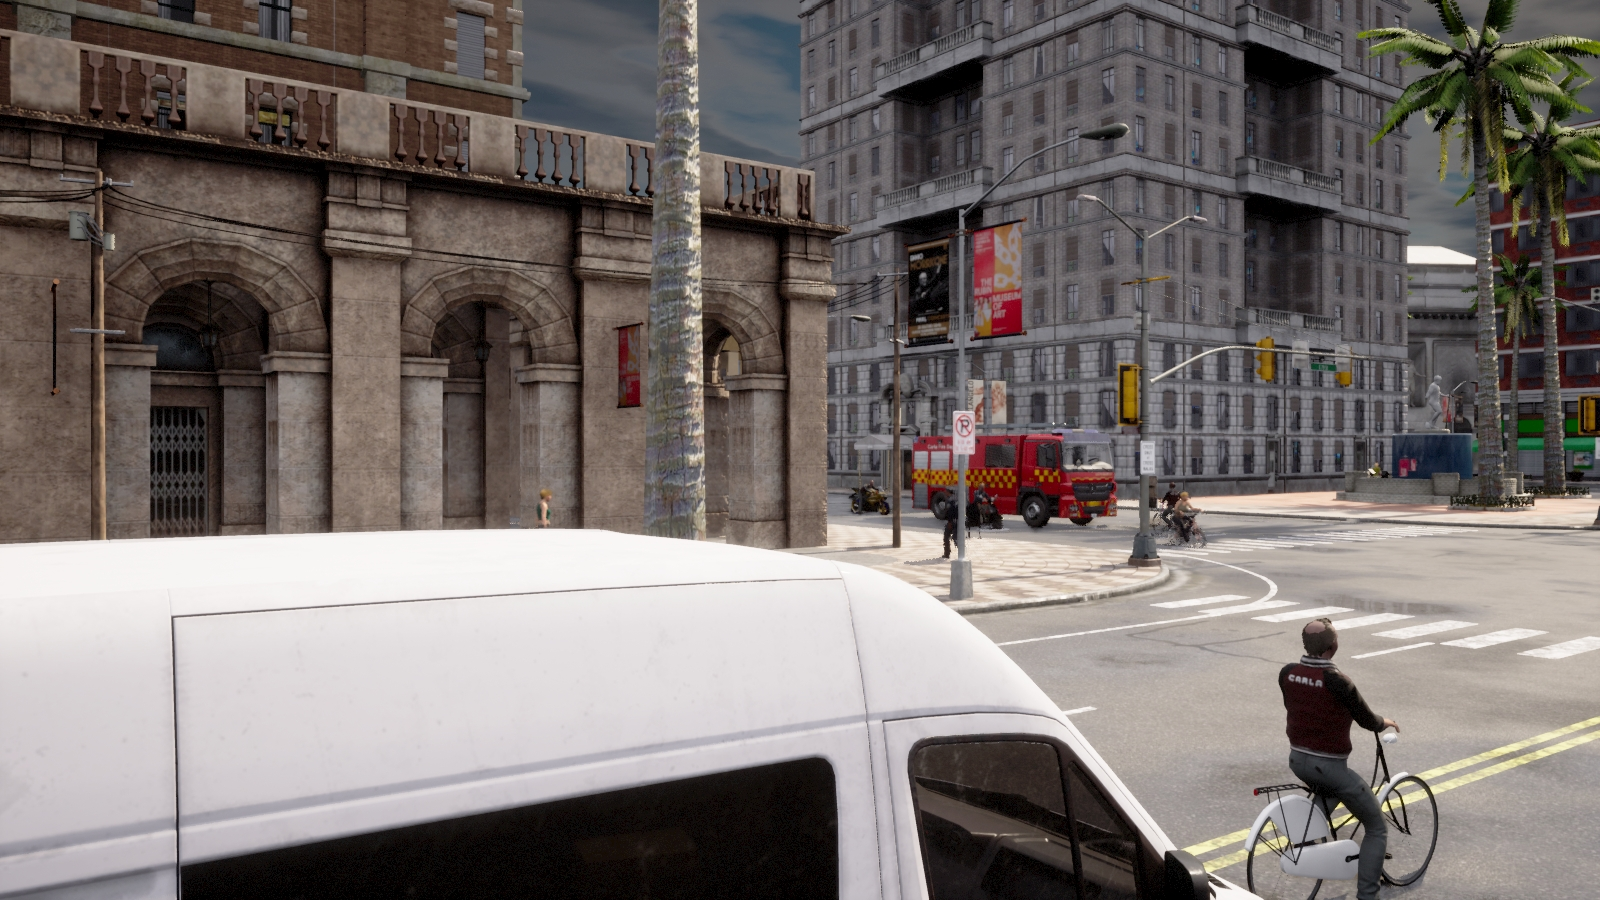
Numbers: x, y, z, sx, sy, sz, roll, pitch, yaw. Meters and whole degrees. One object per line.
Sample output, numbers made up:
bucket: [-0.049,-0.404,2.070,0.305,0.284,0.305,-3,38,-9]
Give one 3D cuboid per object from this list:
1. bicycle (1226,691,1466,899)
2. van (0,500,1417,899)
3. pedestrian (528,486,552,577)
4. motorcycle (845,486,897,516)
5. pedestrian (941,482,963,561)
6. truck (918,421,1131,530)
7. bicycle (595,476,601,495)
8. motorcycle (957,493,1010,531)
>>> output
bicycle: [3.417,2.210,7.085,1.835,1.171,0.329,0,0,-29]
van: [-0.760,1.534,3.254,5.915,2.561,1.988,0,0,-35]
pedestrian: [-5.460,1.698,23.959,0.375,1.860,0.375,0,0,-35]
motorcycle: [3.065,2.205,49.743,2.209,1.251,0.867,0,0,44]
pedestrian: [3.624,1.696,27.283,0.375,1.860,0.375,0,0,-33]
truck: [8.452,0.890,44.320,2.891,3.827,8.468,0,0,-35]
bicycle: [-12.612,2.210,71.312,0.329,1.171,1.835,0,0,-13]
motorcycle: [6.509,2.182,40.527,0.856,1.236,1.805,0,0,-35]
